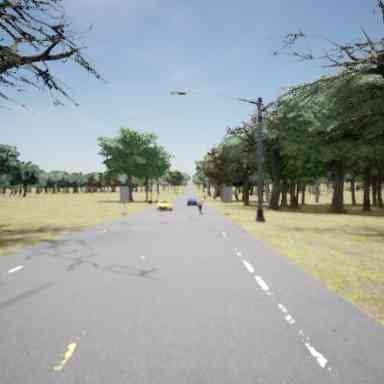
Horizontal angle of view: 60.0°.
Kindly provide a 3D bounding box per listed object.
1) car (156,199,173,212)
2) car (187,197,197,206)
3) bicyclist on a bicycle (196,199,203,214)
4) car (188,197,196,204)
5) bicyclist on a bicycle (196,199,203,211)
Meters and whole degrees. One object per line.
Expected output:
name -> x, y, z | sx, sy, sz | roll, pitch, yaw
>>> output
car -> -3.567, 1.744, 43.834 | 1.882, 1.535, 5.008 | 0, 0, 0
car -> 0.048, 1.887, 63.558 | 1.882, 1.535, 5.008 | 0, -1, 1
bicyclist on a bicycle -> 0.971, 1.667, 36.416 | 0.582, 1.620, 1.656 | 0, -1, 0
car -> 0.019, 2.002, 77.973 | 1.882, 1.535, 5.008 | 0, 0, 0
bicyclist on a bicycle -> 0.970, 1.704, 44.019 | 0.866, 1.612, 1.509 | 0, -1, 0
